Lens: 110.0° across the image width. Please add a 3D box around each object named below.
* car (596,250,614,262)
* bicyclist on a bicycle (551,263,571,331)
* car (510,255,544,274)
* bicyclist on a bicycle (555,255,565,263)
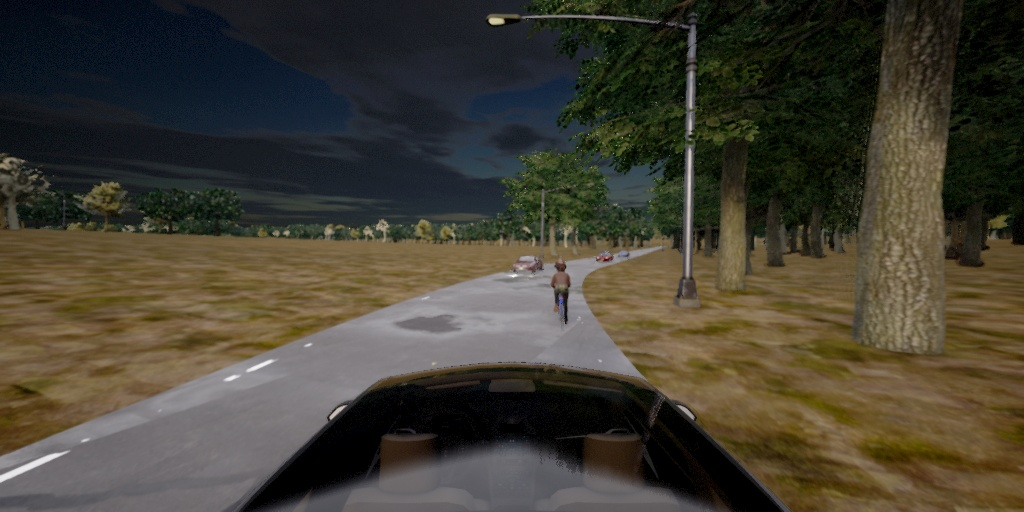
[{"bbox_3d":[13.700,0.215,52.603,1.895,1.301,4.718,2,2,24],"label":"car"},{"bbox_3d":[1.306,1.089,9.532,0.582,1.620,1.656,0,1,5],"label":"bicyclist on a bicycle"},{"bbox_3d":[1.396,0.667,30.463,1.812,1.442,4.674,1,2,17],"label":"car"},{"bbox_3d":[2.454,0.849,18.129,0.659,1.776,1.843,1,2,10],"label":"bicyclist on a bicycle"}]
